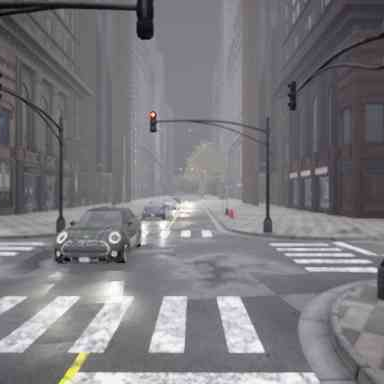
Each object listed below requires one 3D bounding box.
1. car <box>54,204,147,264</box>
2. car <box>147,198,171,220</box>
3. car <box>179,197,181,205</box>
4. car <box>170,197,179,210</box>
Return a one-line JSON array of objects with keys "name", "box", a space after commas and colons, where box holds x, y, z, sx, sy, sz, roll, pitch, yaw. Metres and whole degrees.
[{"name": "car", "box": [-3.077, 1.347, 11.774, 2.097, 1.767, 4.553, 0, 0, 0]}, {"name": "car", "box": [-3.043, 1.519, 28.115, 1.812, 1.442, 4.674, 0, 0, 0]}, {"name": "car", "box": [-2.886, 1.572, 60.170, 2.033, 1.411, 5.357, 0, 0, 0]}, {"name": "car", "box": [-3.004, 1.525, 42.641, 1.812, 1.442, 4.674, 0, 0, 0]}]
